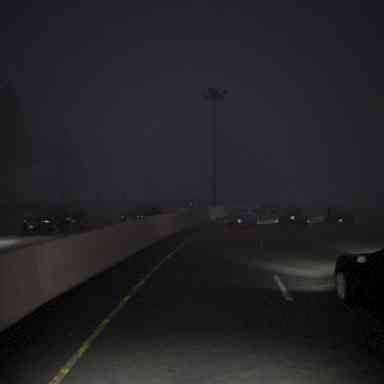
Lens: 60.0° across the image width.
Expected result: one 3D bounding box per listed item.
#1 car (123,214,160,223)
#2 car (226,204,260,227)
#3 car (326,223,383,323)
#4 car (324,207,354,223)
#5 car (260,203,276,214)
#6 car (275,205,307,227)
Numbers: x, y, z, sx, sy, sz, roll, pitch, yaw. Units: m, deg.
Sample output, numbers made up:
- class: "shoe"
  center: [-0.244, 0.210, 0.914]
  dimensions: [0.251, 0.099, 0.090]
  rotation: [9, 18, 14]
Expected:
- class: "car"
  center: [-3.621, 1.680, 24.718]
  dimensions: [2.128, 1.511, 4.902]
  rotation: [0, 0, 15]
- class: "car"
  center: [3.762, 1.734, 24.470]
  dimensions: [1.812, 1.442, 4.674]
  rotation: [0, 0, 15]
- class: "car"
  center: [3.937, 1.532, 5.267]
  dimensions: [1.882, 1.535, 5.008]
  rotation: [0, 0, 3]
- class: "car"
  center: [11.775, 1.852, 26.915]
  dimensions: [1.895, 1.301, 4.718]
  rotation: [0, 0, 18]
- class: "car"
  center: [9.675, 1.962, 41.438]
  dimensions: [1.895, 1.301, 4.718]
  rotation: [0, -1, 21]
- class: "car"
  center: [7.571, 1.788, 25.038]
  dimensions: [1.994, 1.385, 4.181]
  rotation: [0, 0, 16]
